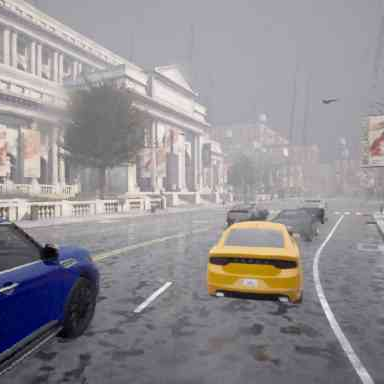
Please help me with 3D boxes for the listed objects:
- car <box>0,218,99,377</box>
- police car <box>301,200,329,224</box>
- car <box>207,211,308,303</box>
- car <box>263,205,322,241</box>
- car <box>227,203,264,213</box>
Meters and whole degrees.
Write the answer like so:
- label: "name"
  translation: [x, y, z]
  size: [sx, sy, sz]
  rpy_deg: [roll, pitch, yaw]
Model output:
- label: "car"
  translation: [-2.984, 1.223, 3.565]
  size: [2.150, 2.045, 5.566]
  rpy_deg: [0, 0, 8]
- label: "police car"
  translation: [9.232, 1.425, 25.306]
  size: [1.930, 1.638, 5.238]
  rpy_deg: [0, 0, 27]
- label: "car"
  translation: [1.678, 1.478, 8.383]
  size: [1.882, 1.535, 5.008]
  rpy_deg: [0, 0, 15]
- label: "car"
  translation: [5.167, 1.564, 16.786]
  size: [1.994, 1.385, 4.181]
  rpy_deg: [0, 0, 26]
- label: "car"
  translation: [3.782, 1.492, 21.942]
  size: [2.128, 1.511, 4.902]
  rpy_deg: [0, 0, 26]
